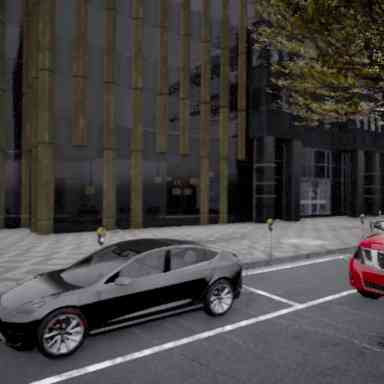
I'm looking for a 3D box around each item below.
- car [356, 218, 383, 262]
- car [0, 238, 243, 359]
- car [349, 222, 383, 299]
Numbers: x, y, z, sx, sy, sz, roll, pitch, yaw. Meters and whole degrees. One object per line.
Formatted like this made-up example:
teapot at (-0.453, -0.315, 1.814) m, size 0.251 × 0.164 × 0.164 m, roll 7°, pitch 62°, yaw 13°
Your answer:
car at (8.066, 1.676, 12.241) m, size 4.206 × 1.307 × 1.802 m, roll 1°, pitch 0°, yaw -35°
car at (-0.985, 1.556, 5.945) m, size 4.313 × 1.339 × 1.947 m, roll 1°, pitch 0°, yaw -35°
car at (5.876, 1.286, 7.471) m, size 5.566 × 2.045 × 2.150 m, roll 0°, pitch 0°, yaw -35°
